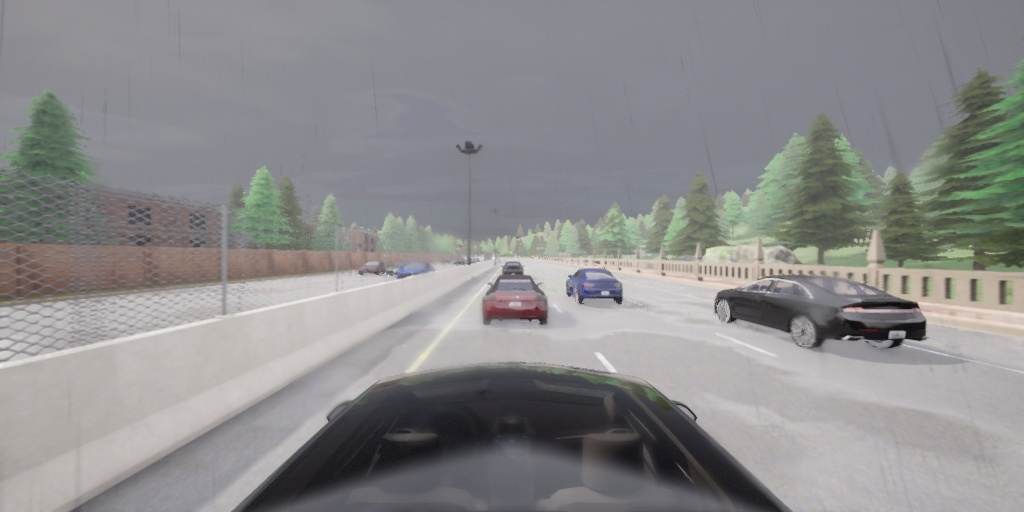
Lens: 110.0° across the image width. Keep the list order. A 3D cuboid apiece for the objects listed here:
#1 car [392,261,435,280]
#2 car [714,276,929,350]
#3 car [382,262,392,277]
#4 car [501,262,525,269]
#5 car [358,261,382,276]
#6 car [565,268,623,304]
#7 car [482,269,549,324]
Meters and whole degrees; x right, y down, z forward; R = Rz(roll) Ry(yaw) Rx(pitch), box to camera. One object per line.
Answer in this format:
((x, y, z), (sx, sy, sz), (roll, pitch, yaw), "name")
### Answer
((-7.104, 1.207, 27.004), (1.882, 1.535, 5.008), (0, 0, 0), "car")
((7.097, 1.237, 9.031), (2.128, 1.511, 4.902), (0, 0, 0), "car")
((-10.602, 1.215, 35.327), (2.128, 1.511, 4.902), (0, 0, 0), "car")
((0.091, 1.231, 31.653), (1.837, 1.490, 4.892), (0, 0, 0), "car")
((-14.102, 1.246, 36.929), (1.812, 1.442, 4.674), (0, 0, 0), "car")
((3.582, 1.265, 16.076), (1.812, 1.442, 4.674), (0, 0, 0), "car")
((0.097, 1.306, 11.956), (1.994, 1.385, 4.181), (0, 0, 0), "car")
